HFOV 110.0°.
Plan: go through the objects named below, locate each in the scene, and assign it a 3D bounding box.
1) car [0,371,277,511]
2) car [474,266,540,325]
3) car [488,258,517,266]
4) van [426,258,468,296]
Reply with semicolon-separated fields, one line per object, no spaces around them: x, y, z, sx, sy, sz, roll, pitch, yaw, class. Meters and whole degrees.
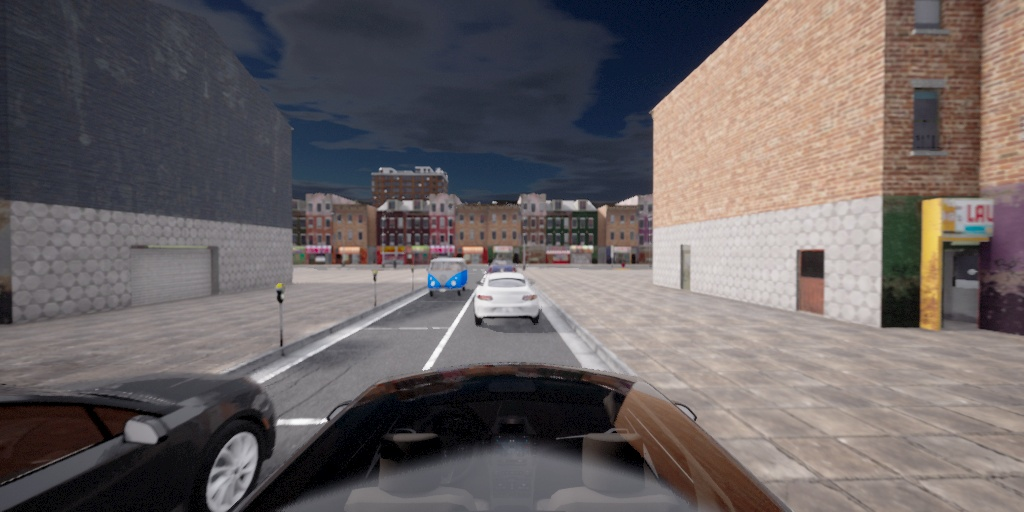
-2.959;1.261;1.232;1.837;1.490;4.892;0;0;-2;car
-0.192;1.212;11.465;1.812;1.442;4.674;0;0;-2;car
-0.730;0.944;26.788;2.097;1.767;4.553;0;0;-2;car
-3.161;0.989;18.086;1.690;1.789;3.998;0;0;-2;van
